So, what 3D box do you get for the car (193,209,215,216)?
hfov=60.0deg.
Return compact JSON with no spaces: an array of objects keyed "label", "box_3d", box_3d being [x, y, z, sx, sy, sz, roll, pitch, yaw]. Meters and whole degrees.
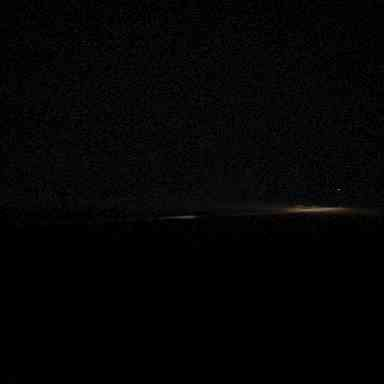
[{"label":"car","box_3d":[2.110,3.574,58.397,1.895,1.301,4.718,-1,-3,35]}]
